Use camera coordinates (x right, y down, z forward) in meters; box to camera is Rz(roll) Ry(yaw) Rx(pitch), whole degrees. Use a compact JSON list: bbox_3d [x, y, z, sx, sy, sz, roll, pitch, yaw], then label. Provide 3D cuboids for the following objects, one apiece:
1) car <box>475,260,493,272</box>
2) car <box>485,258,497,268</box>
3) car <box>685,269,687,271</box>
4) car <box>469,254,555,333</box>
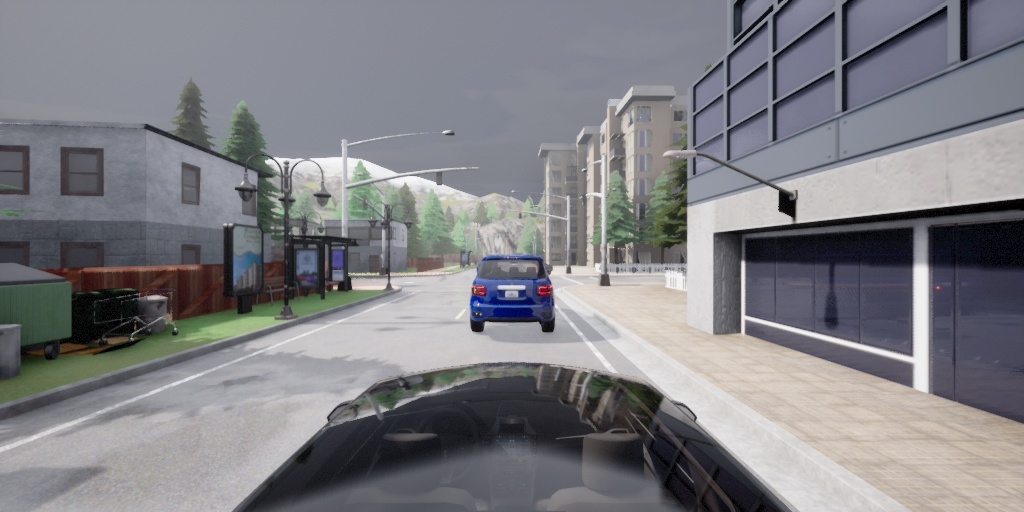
[{"bbox_3d":[-3.599,1.290,47.278,2.033,1.411,5.357,0,0,0],"label":"car"},{"bbox_3d":[-3.576,1.219,62.070,1.882,1.535,5.008,0,1,0],"label":"car"},{"bbox_3d":[17.973,1.265,31.901,4.892,1.490,1.837,0,0,-2],"label":"car"},{"bbox_3d":[0.050,0.970,10.939,2.150,2.045,5.566,0,0,1],"label":"car"}]
